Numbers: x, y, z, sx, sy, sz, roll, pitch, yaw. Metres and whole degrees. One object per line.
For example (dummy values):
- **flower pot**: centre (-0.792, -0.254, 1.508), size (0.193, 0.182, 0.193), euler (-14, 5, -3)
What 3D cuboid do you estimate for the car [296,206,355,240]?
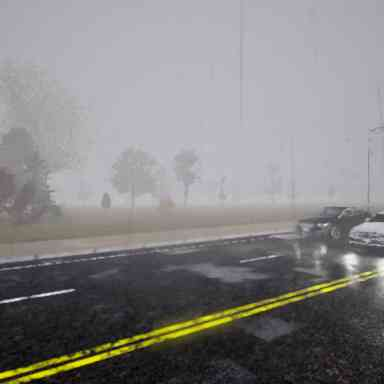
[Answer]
- **car**: centre (7.272, 1.477, 16.805), size (4.902, 1.511, 2.128), euler (0, 0, -35)

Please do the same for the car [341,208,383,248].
- **car**: centre (8.342, 1.510, 13.586), size (4.674, 1.442, 1.812), euler (0, 0, -35)
